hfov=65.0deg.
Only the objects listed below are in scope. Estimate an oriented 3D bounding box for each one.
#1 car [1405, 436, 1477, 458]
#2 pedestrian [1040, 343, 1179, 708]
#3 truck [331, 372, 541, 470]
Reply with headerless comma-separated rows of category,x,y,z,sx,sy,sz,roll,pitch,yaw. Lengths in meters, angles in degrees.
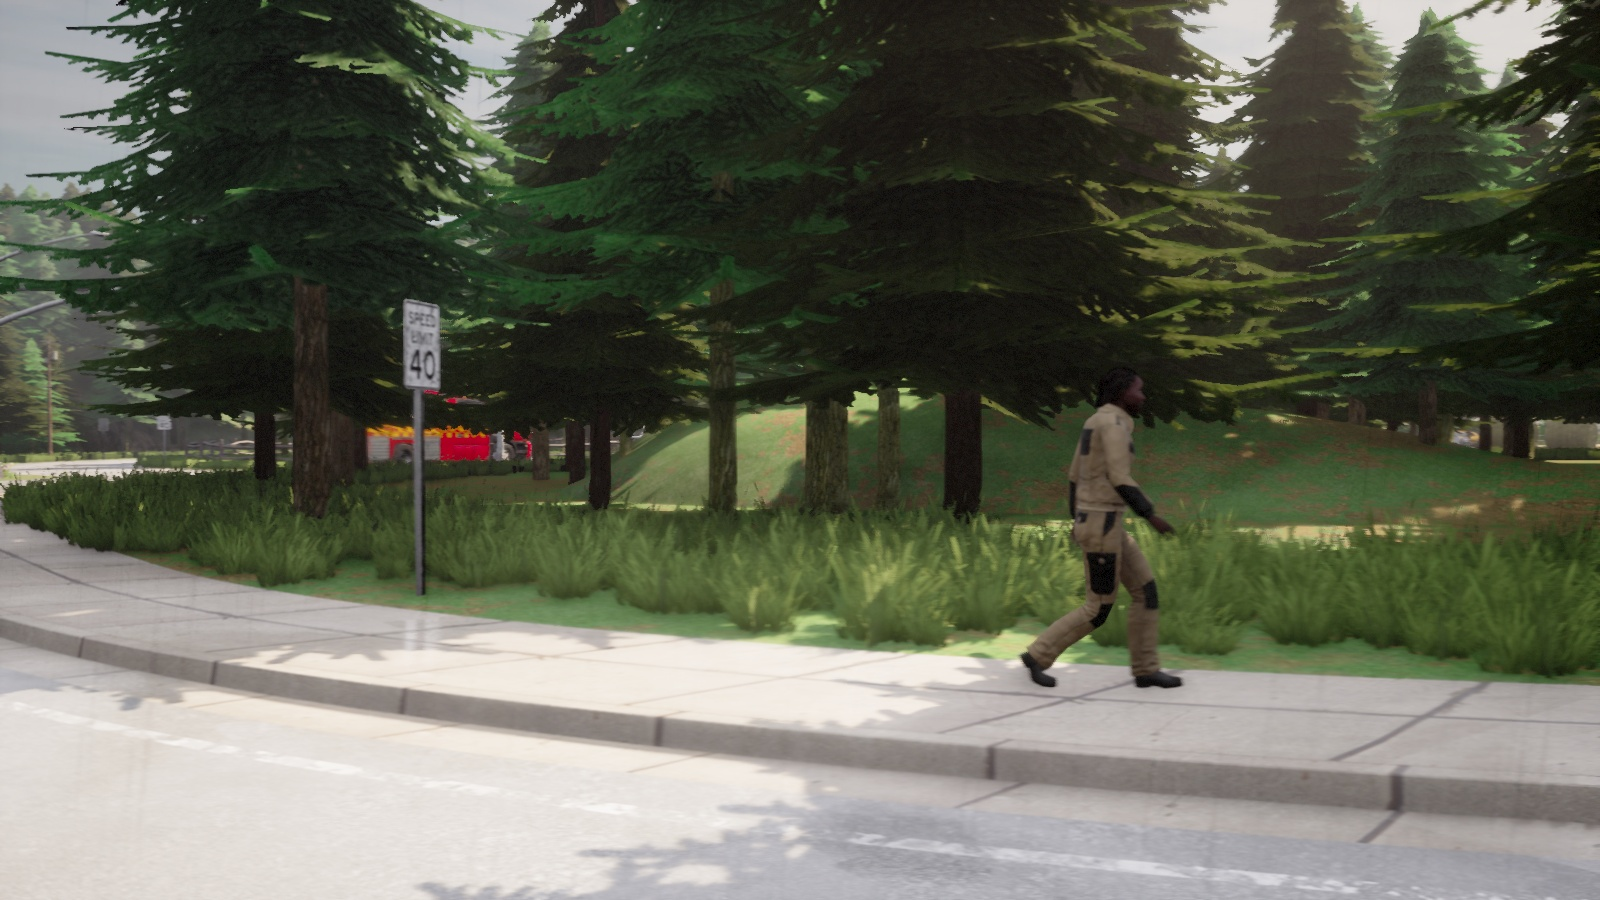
car,43.142,-0.221,84.569,1.970,1.475,3.806,0,1,-37
pedestrian,1.684,0.397,6.894,0.692,1.930,0.396,0,1,9
truck,-15.154,-1.170,53.064,2.891,3.827,8.468,1,1,37
